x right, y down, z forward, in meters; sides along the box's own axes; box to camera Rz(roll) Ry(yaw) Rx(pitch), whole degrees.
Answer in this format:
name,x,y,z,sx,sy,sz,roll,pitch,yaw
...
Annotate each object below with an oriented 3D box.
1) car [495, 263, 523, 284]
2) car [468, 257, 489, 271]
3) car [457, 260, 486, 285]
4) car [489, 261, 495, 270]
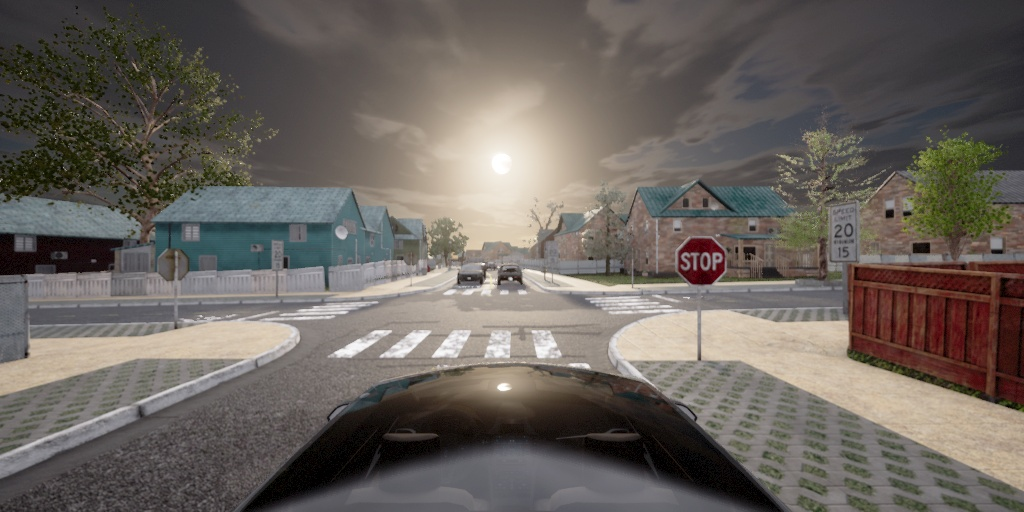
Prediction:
name,x,y,z,sx,sy,sz,roll,pitch,yaw
car,-0.219,1.360,28.032,1.837,1.490,4.892,0,0,-3
car,-3.892,1.141,38.504,2.150,2.045,5.566,0,0,-6
car,-3.147,1.330,27.638,1.882,1.535,5.008,0,-1,-3
car,-3.496,1.590,57.859,1.812,1.442,4.674,0,-1,-10
